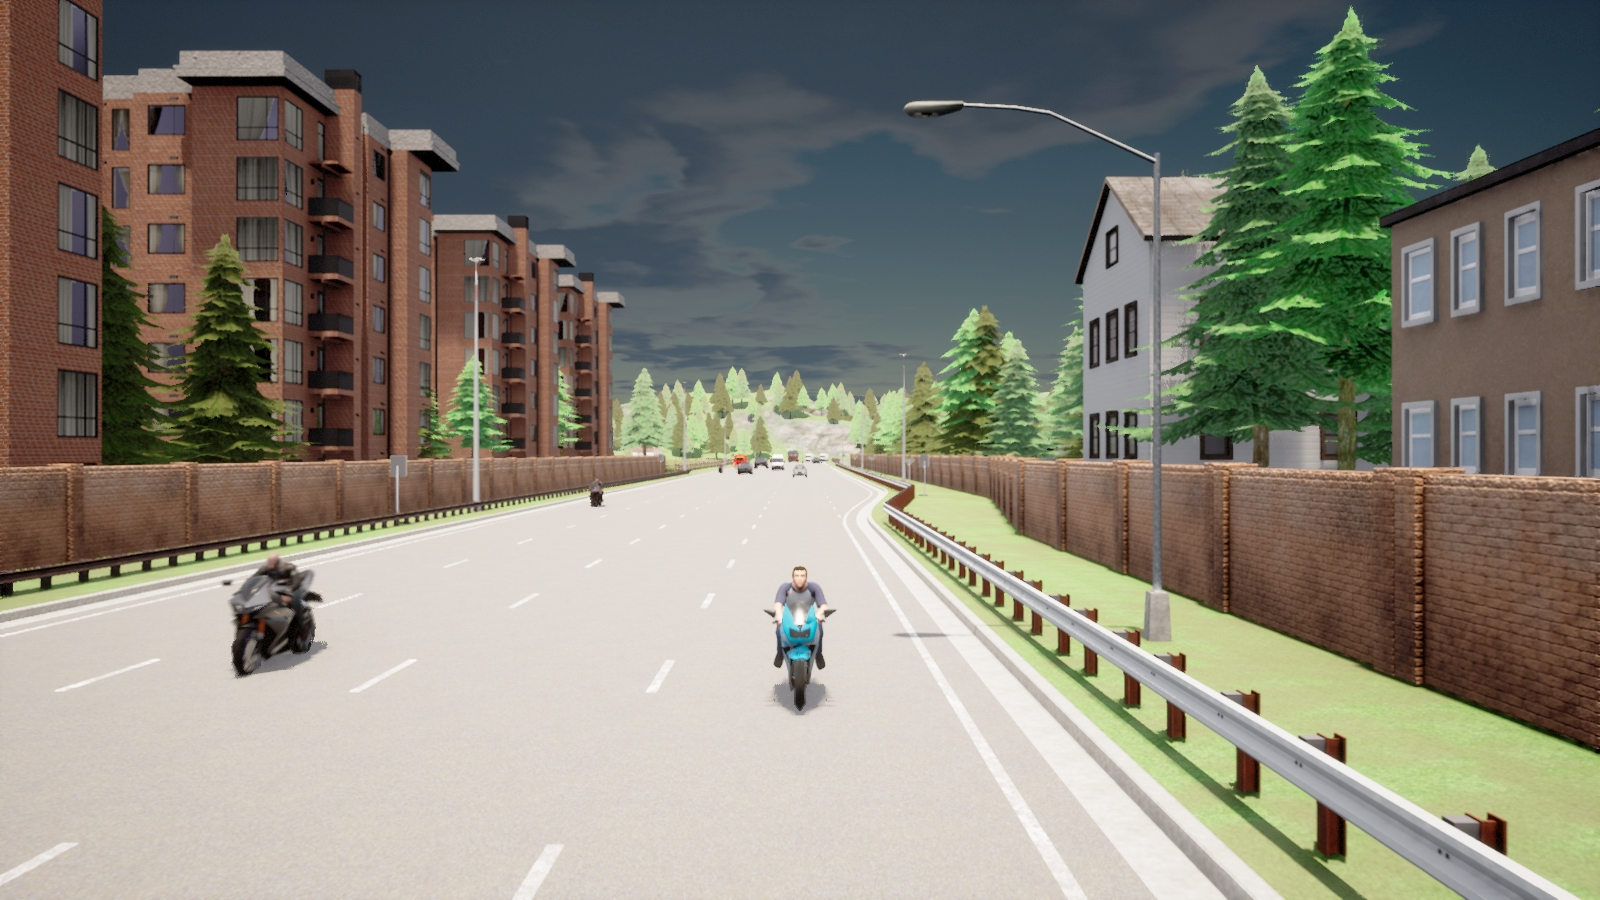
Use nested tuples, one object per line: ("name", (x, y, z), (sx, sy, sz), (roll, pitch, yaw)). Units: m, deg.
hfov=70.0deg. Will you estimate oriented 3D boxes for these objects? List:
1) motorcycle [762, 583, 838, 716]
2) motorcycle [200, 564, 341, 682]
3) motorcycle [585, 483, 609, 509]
("motorcycle", (-0.001, 2.229, 13.099), (0.803, 1.199, 2.033), (0, -1, 0))
("motorcycle", (-7.002, 2.253, 15.253), (0.867, 1.251, 2.209), (0, 0, 0))
("motorcycle", (-10.507, 2.374, 59.182), (0.867, 1.251, 2.209), (0, 0, 0))
